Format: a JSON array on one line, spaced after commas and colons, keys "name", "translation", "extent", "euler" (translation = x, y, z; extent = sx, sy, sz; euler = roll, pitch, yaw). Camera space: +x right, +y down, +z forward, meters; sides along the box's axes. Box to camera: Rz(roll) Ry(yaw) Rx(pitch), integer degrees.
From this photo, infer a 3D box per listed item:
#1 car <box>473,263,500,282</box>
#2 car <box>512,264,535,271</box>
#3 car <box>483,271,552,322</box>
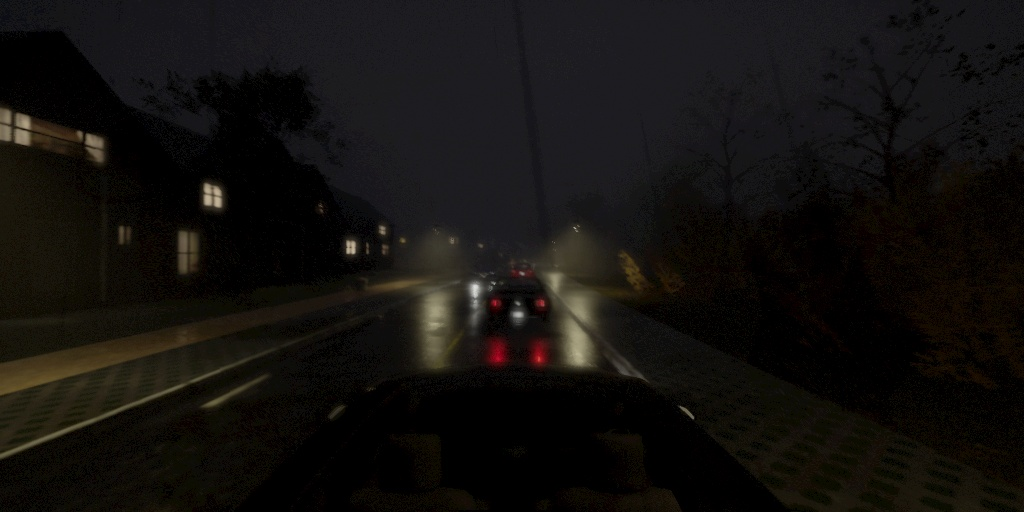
[{"name": "car", "translation": [-2.004, 1.295, 29.569], "extent": [1.812, 1.442, 4.674], "euler": [0, 0, 3]}, {"name": "car", "translation": [0.943, 1.334, 29.506], "extent": [1.994, 1.385, 4.181], "euler": [0, 0, 3]}, {"name": "car", "translation": [0.239, 1.349, 12.200], "extent": [1.895, 1.301, 4.718], "euler": [0, 0, 1]}]
